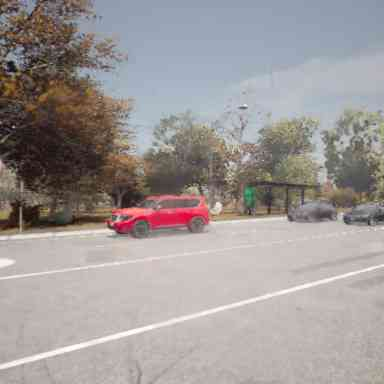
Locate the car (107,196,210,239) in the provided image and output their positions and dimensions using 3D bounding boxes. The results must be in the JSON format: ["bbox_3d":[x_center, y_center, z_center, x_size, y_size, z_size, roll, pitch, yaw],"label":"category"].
[{"bbox_3d":[-1.586,1.223,17.577,5.566,2.045,2.150,0,0,-35],"label":"car"}]

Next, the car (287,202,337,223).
[{"bbox_3d":[9.259,1.516,25.277,4.674,1.442,1.812,0,0,-35],"label":"car"}]

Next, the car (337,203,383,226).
[{"bbox_3d":[12.481,1.516,23.221,4.674,1.442,1.812,0,0,-35],"label":"car"}]
